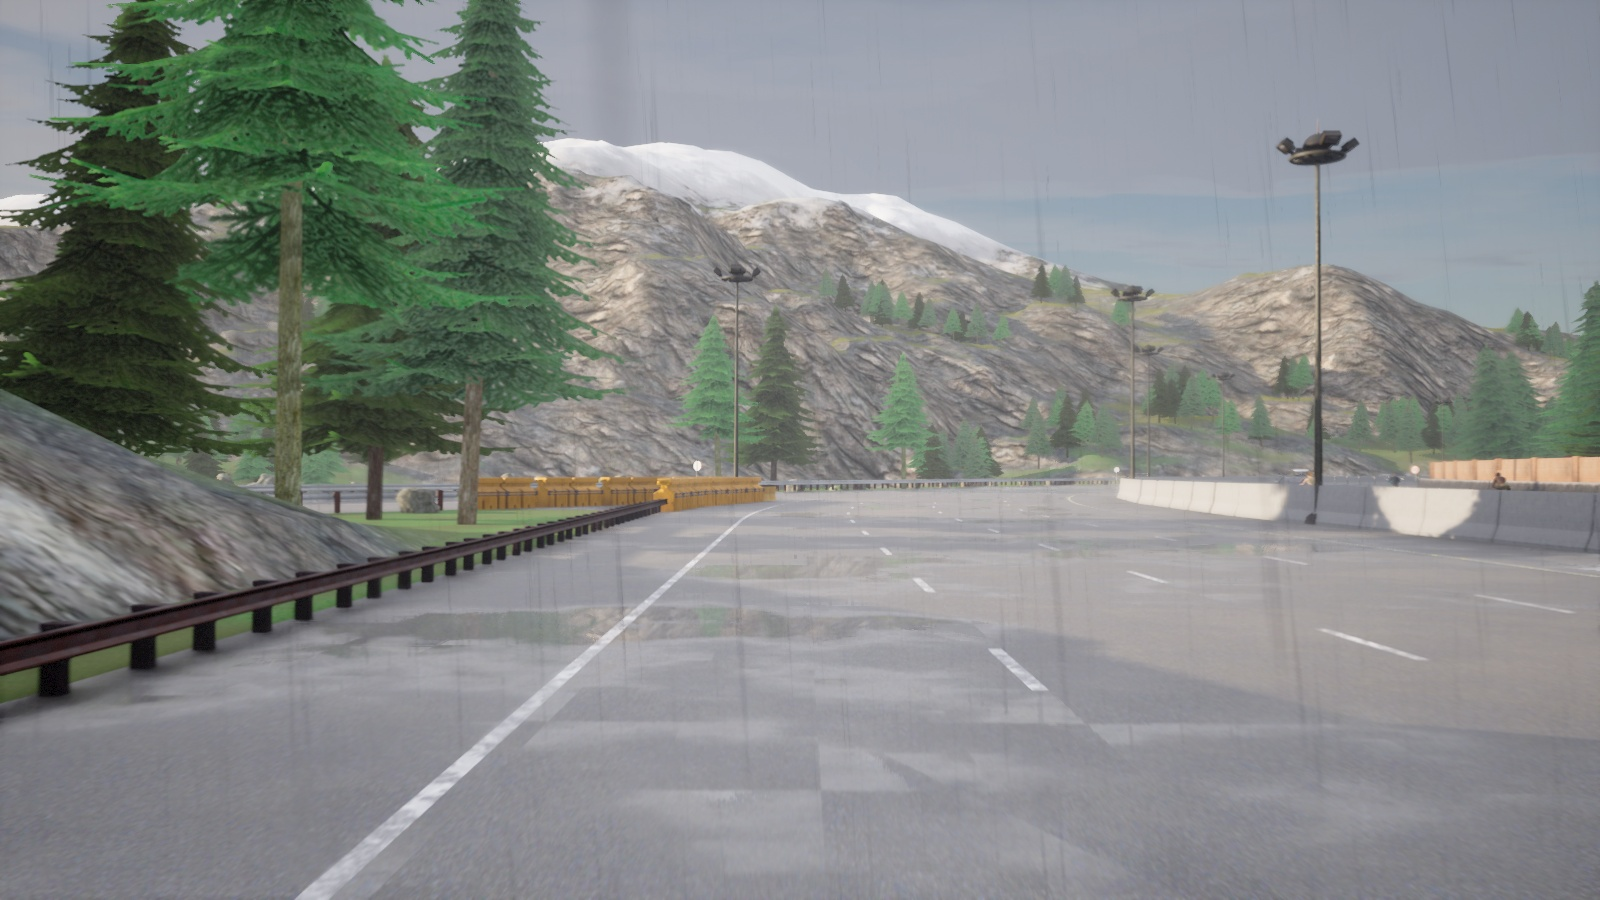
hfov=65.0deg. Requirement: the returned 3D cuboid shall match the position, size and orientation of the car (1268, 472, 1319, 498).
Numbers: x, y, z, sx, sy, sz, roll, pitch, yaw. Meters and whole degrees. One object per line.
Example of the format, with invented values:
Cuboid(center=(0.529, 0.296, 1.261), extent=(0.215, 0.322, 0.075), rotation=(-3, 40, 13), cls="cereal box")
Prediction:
Cuboid(center=(27.620, 1.947, 70.417), extent=(1.994, 1.385, 4.181), rotation=(0, -1, 12), cls="car")
